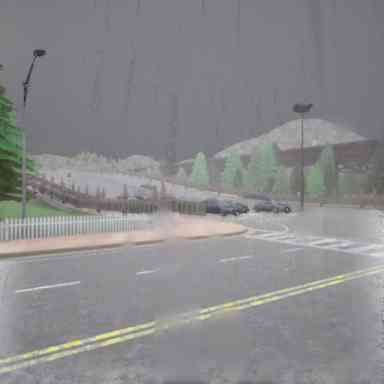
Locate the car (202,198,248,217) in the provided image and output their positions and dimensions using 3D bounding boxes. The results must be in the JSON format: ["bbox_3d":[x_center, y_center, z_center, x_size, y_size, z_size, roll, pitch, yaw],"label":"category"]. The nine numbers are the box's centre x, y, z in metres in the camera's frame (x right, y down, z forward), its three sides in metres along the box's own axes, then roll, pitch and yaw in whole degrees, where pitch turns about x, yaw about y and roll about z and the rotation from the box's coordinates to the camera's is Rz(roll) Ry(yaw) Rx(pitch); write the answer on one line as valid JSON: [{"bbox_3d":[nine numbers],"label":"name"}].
[{"bbox_3d":[2.570,1.585,32.504,2.033,1.411,5.357,0,0,-36],"label":"car"}]

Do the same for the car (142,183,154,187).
[{"bbox_3d":[-9.931,-1.172,73.382,2.128,1.511,4.902,0,7,-36],"label":"car"}]

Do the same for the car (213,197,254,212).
[{"bbox_3d":[4.248,1.604,36.126,1.994,1.385,4.181,0,0,-36],"label":"car"}]

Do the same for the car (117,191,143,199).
[{"bbox_3d":[-9.481,0.944,48.881,1.837,1.490,4.892,0,4,-36],"label":"car"}]

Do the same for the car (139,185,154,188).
[{"bbox_3d":[-8.689,0.223,59.750,1.837,1.490,4.892,0,6,-36],"label":"car"}]

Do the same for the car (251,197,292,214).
[{"bbox_3d":[8.665,1.613,36.039,1.994,1.385,4.181,0,0,-36],"label":"car"}]

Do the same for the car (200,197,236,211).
[{"bbox_3d":[3.339,1.479,43.249,1.882,1.535,5.008,0,1,-36],"label":"car"}]

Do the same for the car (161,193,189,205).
[{"bbox_3d":[-2.669,1.062,51.433,1.882,1.535,5.008,0,4,-36],"label":"car"}]

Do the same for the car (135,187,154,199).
[{"bbox_3d":[-7.575,0.682,52.209,2.097,1.767,4.553,0,4,-36],"label":"car"}]

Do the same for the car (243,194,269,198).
[{"bbox_3d":[8.771,1.244,48.020,2.150,2.045,5.566,0,1,-37],"label":"car"}]

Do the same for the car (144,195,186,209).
[{"bbox_3d":[-3.399,1.491,40.590,2.033,1.411,5.357,0,2,-36],"label":"car"}]

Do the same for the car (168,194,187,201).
[{"bbox_3d":[-1.653,1.460,44.123,1.994,1.385,4.181,0,2,-36],"label":"car"}]
